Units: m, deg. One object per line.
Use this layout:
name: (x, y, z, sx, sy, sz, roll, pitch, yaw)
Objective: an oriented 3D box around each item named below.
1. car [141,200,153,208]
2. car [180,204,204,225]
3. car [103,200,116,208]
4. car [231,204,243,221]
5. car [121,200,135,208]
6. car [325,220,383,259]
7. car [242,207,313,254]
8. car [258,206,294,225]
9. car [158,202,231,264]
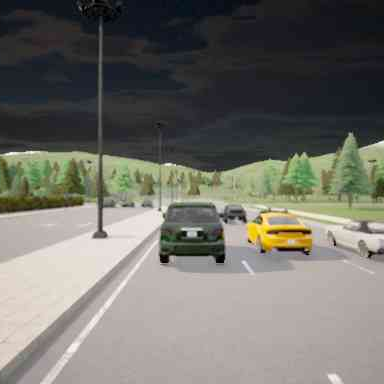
car: (-8.126, 2.163, 60.471, 1.837, 1.490, 4.892, 0, -1, 0)
car: (0.034, 1.817, 28.474, 1.837, 1.490, 4.892, 0, 0, 1)
car: (-15.126, 2.163, 60.429, 1.837, 1.490, 4.892, 0, -1, 0)
car: (3.534, 1.817, 28.466, 1.837, 1.490, 4.892, 0, 0, 1)
car: (-11.625, 2.220, 60.460, 1.994, 1.385, 4.181, 0, -1, 0)
car: (7.023, 1.746, 13.214, 1.895, 1.301, 4.718, 0, -1, 1)
car: (3.535, 1.633, 14.203, 1.882, 1.535, 5.008, 0, 0, 1)
car: (7.030, 1.908, 28.213, 1.895, 1.301, 4.718, 0, -1, 1)
car: (0.014, 1.362, 12.542, 2.150, 2.045, 5.566, 0, 0, 0)
